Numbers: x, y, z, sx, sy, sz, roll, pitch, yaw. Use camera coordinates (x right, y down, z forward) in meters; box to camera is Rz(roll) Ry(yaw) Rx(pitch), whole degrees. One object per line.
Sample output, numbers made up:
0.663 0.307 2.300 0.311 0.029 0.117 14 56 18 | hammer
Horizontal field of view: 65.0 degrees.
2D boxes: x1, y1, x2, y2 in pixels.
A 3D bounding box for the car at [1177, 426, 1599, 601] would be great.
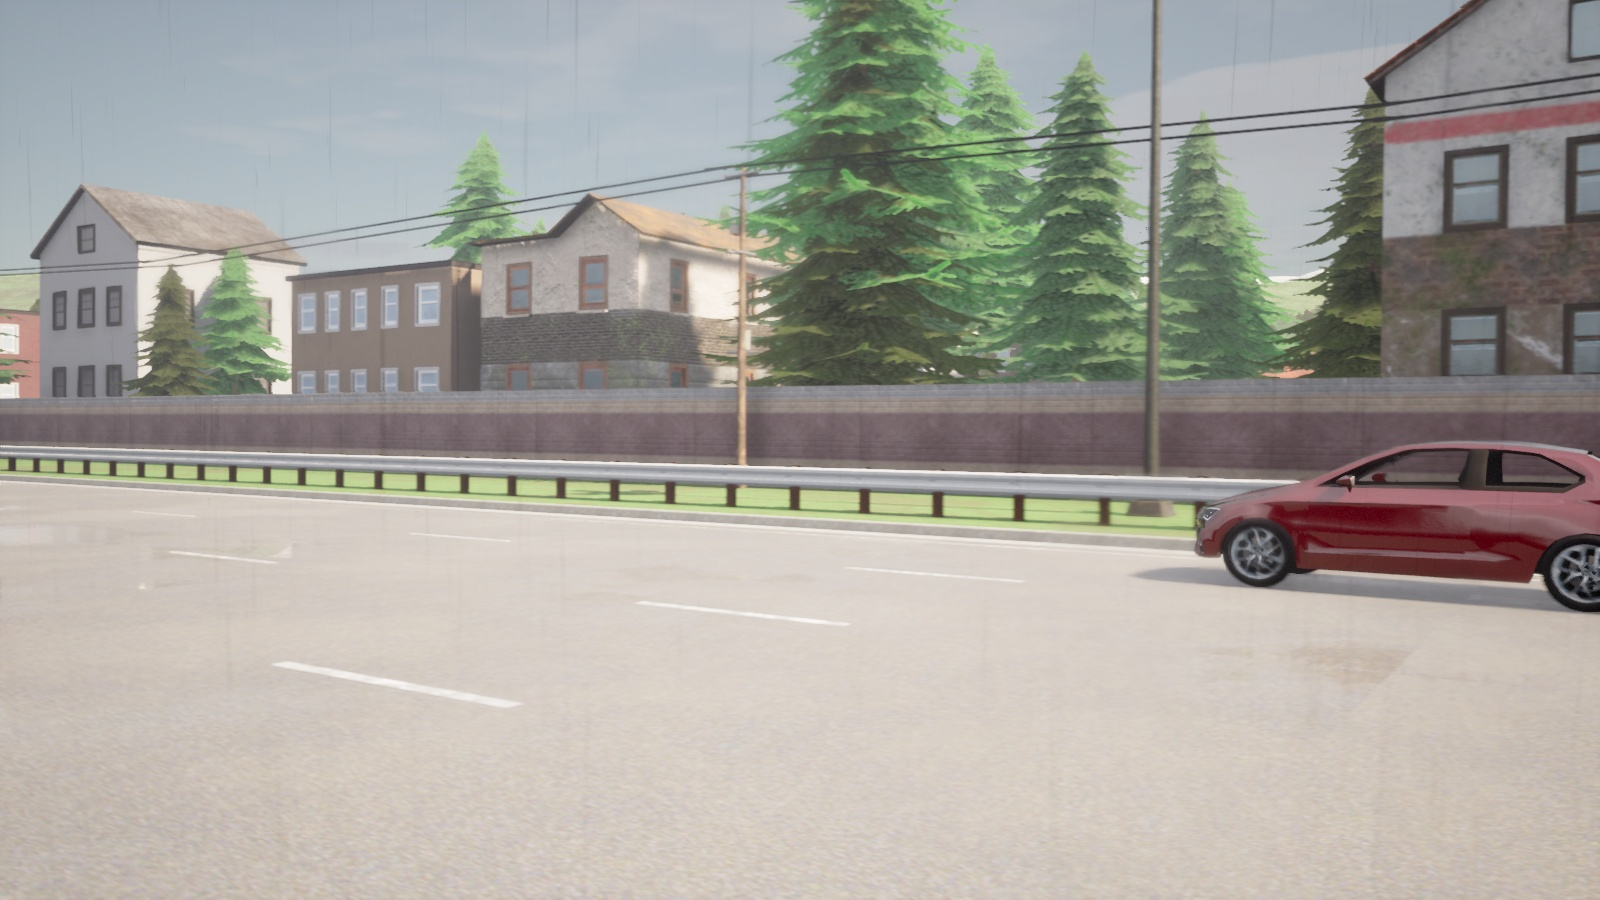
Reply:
6.040 0.524 12.198 4.193 1.474 1.816 0 1 35 | car
